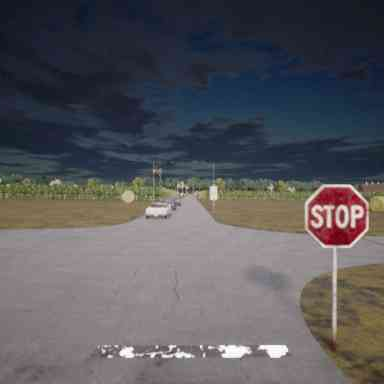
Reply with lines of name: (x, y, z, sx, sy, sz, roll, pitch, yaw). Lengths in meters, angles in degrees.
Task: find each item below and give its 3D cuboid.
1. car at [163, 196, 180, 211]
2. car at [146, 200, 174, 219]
car: (-2.917, 1.541, 41.279, 2.128, 1.511, 4.902, 0, 0, 0)
car: (-2.926, 1.617, 29.575, 1.895, 1.301, 4.718, 0, 0, 1)
